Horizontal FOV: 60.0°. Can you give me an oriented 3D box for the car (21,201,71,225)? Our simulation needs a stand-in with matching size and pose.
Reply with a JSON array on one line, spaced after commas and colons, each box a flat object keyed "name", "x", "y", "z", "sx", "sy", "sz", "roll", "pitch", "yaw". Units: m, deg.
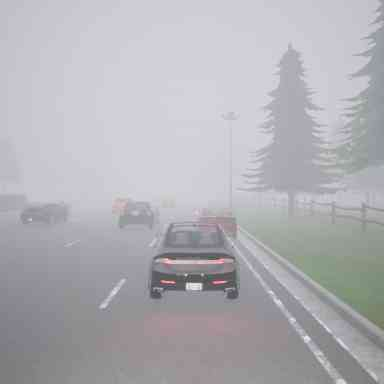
[{"name": "car", "x": -10.386, "y": 1.505, "z": 23.860, "sx": 1.837, "sy": 1.490, "sz": 4.892, "roll": 0, "pitch": 0, "yaw": 0}]

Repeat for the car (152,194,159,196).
[{"name": "car", "x": -6.860, "y": 1.525, "z": 68.268, "sx": 1.812, "sy": 1.442, "sz": 4.674, "roll": 0, "pitch": 0, "yaw": 0}]

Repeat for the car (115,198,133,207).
[{"name": "car", "x": -10.370, "y": 1.601, "z": 51.127, "sx": 1.895, "sy": 1.301, "sz": 4.718, "roll": 0, "pitch": 0, "yaw": 0}]

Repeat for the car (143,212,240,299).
[{"name": "car", "x": 0.057, "y": 1.492, "z": 8.419, "sx": 2.128, "sy": 1.511, "sz": 4.902, "roll": 0, "pitch": 0, "yaw": 0}]

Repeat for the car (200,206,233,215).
[{"name": "car", "x": 1.235, "y": 1.478, "z": 17.760, "sx": 1.882, "sy": 1.535, "sz": 5.008, "roll": 0, "pitch": 0, "yaw": 0}]

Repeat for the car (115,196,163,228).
[{"name": "car", "x": -3.387, "y": 1.353, "z": 22.117, "sx": 2.097, "sy": 1.767, "sz": 4.553, "roll": 0, "pitch": 0, "yaw": 0}]

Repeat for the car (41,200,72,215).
[{"name": "car", "x": -14.443, "y": 1.601, "z": 35.707, "sx": 1.895, "sy": 1.301, "sz": 4.718, "roll": 0, "pitch": 0, "yaw": -6}]

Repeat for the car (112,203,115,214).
[{"name": "car", "x": -6.879, "y": 1.352, "z": 34.917, "sx": 2.097, "sy": 1.767, "sz": 4.553, "roll": 0, "pitch": 0, "yaw": 0}]

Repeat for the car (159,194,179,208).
[{"name": "car", "x": -3.370, "y": 1.477, "z": 49.445, "sx": 1.882, "sy": 1.535, "sz": 5.008, "roll": 0, "pitch": 0, "yaw": 0}]

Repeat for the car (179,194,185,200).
[{"name": "car", "x": -3.445, "y": 1.540, "z": 93.953, "sx": 2.033, "sy": 1.411, "sz": 5.357, "roll": 0, "pitch": 0, "yaw": 0}]
